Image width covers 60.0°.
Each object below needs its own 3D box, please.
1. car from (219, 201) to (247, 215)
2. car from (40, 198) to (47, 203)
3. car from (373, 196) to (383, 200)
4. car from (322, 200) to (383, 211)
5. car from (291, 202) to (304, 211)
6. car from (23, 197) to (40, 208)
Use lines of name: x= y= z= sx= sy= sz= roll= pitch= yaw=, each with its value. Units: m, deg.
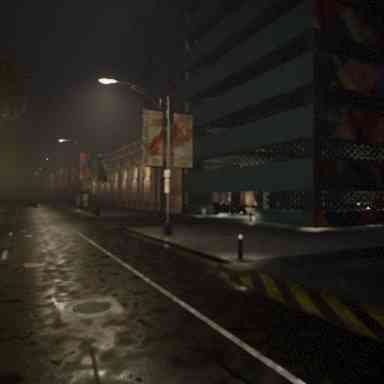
car: x=4.102 y=1.759 z=37.067 sx=2.161 sy=1.482 sz=4.786 roll=0 pitch=-1 yaw=-27
car: x=-37.526 y=2.203 z=83.163 sx=1.895 sy=1.301 sz=4.718 roll=0 pitch=-1 yaw=-27
car: x=30.694 y=1.595 z=51.180 sx=2.435 sy=2.045 sz=5.566 roll=0 pitch=-1 yaw=-27
car: x=13.336 y=1.619 z=28.096 sx=2.002 sy=1.452 sz=4.674 roll=0 pitch=-1 yaw=-27
car: x=14.613 y=1.890 z=41.992 sx=1.895 sy=1.301 sz=4.718 roll=0 pitch=-1 yaw=-27
car: x=-26.698 y=1.922 z=55.052 sx=1.812 sy=1.442 sz=4.674 roll=0 pitch=-1 yaw=-27
